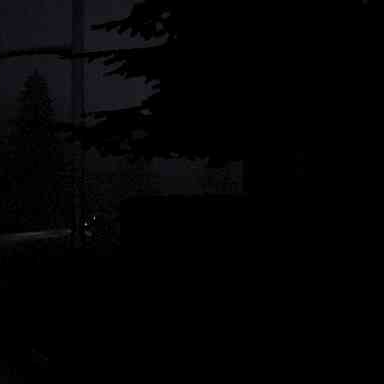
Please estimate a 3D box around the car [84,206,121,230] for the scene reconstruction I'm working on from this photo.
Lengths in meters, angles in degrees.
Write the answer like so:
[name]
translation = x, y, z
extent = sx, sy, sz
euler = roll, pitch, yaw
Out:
[car]
translation = -4.971, 1.586, 21.363
extent = 1.895, 1.301, 4.718
euler = 0, 0, 36
